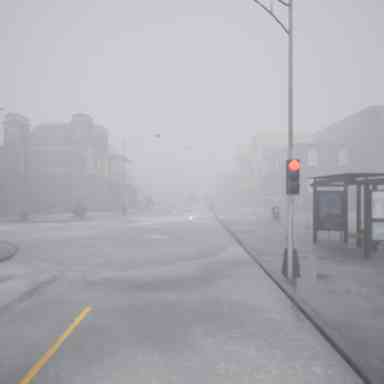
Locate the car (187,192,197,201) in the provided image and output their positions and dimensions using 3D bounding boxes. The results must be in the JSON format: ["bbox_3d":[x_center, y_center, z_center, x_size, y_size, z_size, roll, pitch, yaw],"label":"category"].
[{"bbox_3d":[-0.061,1.036,77.434,2.150,2.045,5.566,0,0,0],"label":"car"}]

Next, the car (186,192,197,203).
[{"bbox_3d":[-0.053,1.333,67.371,2.097,1.767,4.553,0,0,0],"label":"car"}]
